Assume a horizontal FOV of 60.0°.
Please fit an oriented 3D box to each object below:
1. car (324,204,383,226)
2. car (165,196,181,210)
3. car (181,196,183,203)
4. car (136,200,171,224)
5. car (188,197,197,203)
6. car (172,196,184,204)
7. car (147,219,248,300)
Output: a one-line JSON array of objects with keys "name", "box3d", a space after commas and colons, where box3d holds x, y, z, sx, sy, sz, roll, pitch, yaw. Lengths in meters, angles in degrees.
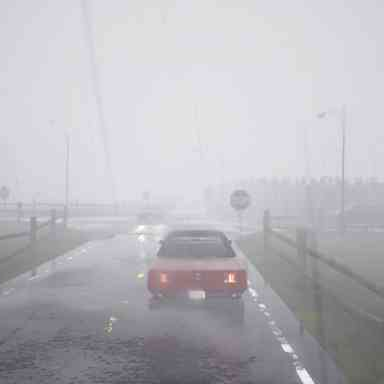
[{"name": "car", "box3d": [12.700, 1.699, 25.705, 4.553, 1.767, 2.097, 1, -1, -1]}, {"name": "car", "box3d": [-2.882, 1.569, 42.916, 2.033, 1.411, 5.357, 0, 0, 0]}, {"name": "car", "box3d": [-2.887, 1.512, 53.901, 1.882, 1.535, 5.008, 0, 0, 0]}, {"name": "car", "box3d": [-2.871, 1.571, 24.783, 1.994, 1.385, 4.181, 0, 0, 0]}, {"name": "car", "box3d": [0.042, 1.654, 68.311, 1.895, 1.301, 4.718, 0, 0, 0]}, {"name": "car", "box3d": [-2.815, 1.544, 68.274, 2.128, 1.511, 4.902, 0, 0, 0]}, {"name": "car", "box3d": [0.095, 1.602, 8.344, 1.895, 1.301, 4.718, 0, 0, 0]}]
